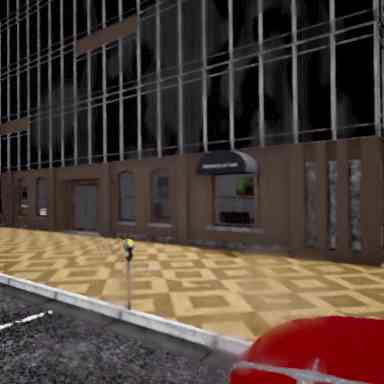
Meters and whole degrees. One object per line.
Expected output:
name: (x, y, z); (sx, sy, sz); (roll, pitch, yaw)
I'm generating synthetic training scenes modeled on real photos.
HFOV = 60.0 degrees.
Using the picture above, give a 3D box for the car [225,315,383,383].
car: (2.397, 1.302, 1.168); (5.009, 1.841, 2.192); (-1, -1, 36)
